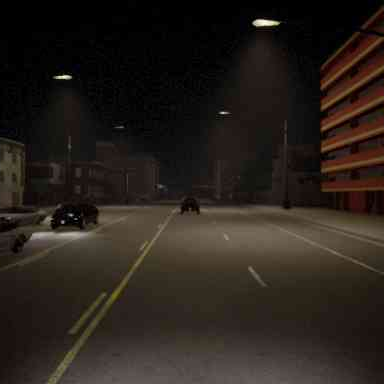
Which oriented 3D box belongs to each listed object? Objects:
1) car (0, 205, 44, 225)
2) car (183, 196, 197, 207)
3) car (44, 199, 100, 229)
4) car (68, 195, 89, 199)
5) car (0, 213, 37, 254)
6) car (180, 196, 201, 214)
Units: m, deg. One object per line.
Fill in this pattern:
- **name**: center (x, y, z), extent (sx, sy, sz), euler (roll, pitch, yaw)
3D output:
- **car**: center (-10.731, 1.524, 20.379), extent (1.895, 1.301, 4.718), euler (0, 0, 0)
- **car**: center (-0.281, 1.287, 46.257), extent (1.882, 1.535, 5.008), euler (0, -1, 0)
- **car**: center (-7.234, 1.420, 20.990), extent (1.837, 1.490, 4.892), euler (0, 0, 0)
- **car**: center (-10.765, 1.204, 30.990), extent (2.097, 1.767, 4.553), euler (0, 0, 0)
- **car**: center (-7.173, 1.582, 10.829), extent (1.895, 1.301, 4.718), euler (0, 0, 0)
- **car**: center (-0.166, 1.354, 32.974), extent (1.812, 1.442, 4.674), euler (0, 1, 0)
